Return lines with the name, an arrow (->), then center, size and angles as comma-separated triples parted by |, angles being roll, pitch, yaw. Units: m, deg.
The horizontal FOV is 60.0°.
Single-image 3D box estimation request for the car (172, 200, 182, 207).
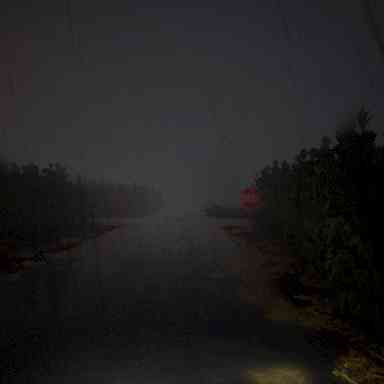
car -> -3.100, 2.349, 69.016 | 1.882, 1.535, 5.008 | 0, -1, 0
